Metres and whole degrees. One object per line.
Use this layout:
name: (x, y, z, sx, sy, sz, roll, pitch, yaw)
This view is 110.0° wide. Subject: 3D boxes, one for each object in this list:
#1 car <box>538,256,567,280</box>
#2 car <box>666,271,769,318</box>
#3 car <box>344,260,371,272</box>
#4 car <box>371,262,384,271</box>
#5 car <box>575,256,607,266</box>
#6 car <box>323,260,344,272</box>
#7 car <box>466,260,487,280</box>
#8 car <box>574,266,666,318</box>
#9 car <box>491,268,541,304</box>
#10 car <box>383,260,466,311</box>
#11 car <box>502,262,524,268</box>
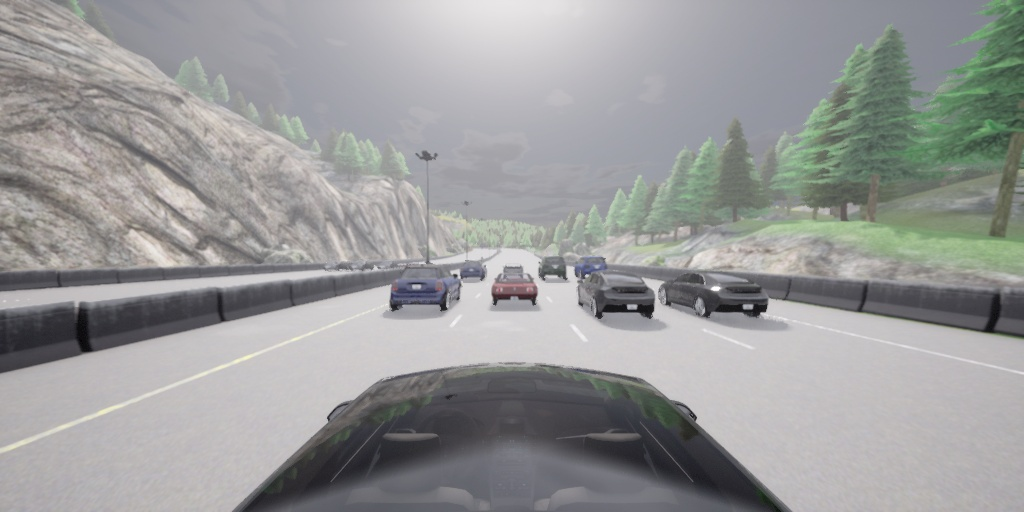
car: (3.612, 1.059, 32.588, 2.150, 2.045, 5.566, 0, 0, 0)
car: (7.103, 1.288, 13.205, 1.837, 1.490, 4.892, 0, 0, 0)
car: (-21.054, 1.380, 50.256, 2.128, 1.511, 4.902, 0, 0, 0)
car: (-17.551, 1.382, 50.800, 2.128, 1.511, 4.902, 0, 0, 0)
car: (7.112, 1.060, 32.649, 2.150, 2.045, 5.566, 0, 0, 0)
car: (-24.551, 1.380, 50.185, 2.128, 1.511, 4.902, 0, 0, 0)
car: (-3.388, 1.189, 32.160, 2.097, 1.767, 4.553, 0, 0, 0)
car: (3.604, 1.288, 13.167, 1.837, 1.490, 4.892, 0, 0, 0)
car: (0.106, 1.393, 16.464, 1.895, 1.301, 4.718, 0, 0, 0)
car: (-3.395, 1.139, 14.906, 2.097, 1.767, 4.553, 0, 0, 0)
car: (0.112, 1.332, 33.355, 2.128, 1.511, 4.902, 0, 0, 0)
